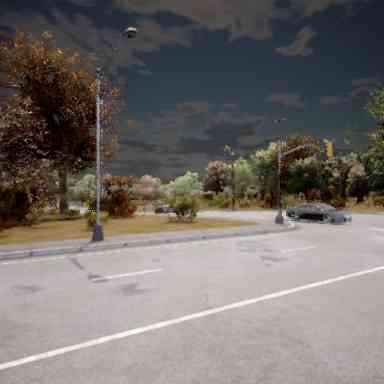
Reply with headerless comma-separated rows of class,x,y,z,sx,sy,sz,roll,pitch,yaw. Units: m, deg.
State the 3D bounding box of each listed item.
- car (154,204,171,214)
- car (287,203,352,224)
car,-3.575,2.387,45.513,1.812,1.442,4.674,0,-3,-32
car,9.429,1.571,24.928,2.128,1.511,4.902,0,0,-32
